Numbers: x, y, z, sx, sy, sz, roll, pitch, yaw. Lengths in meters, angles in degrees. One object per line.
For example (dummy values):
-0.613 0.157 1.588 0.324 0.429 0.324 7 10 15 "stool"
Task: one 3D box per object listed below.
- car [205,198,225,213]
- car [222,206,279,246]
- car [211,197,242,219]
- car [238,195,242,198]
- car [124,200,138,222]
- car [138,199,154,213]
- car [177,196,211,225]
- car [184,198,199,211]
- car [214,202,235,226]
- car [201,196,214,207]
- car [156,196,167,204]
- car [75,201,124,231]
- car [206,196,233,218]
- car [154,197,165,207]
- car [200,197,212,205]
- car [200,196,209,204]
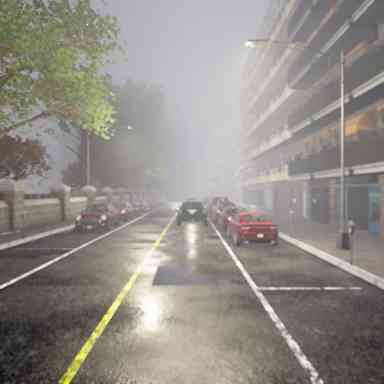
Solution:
2.548 1.483 37.611 1.967 1.590 4.097 0 0 0 "car"
2.636 1.557 15.090 1.887 1.381 4.507 0 0 0 "car"
2.592 1.467 26.350 1.967 1.590 4.097 0 0 0 "car"
14.262 1.736 92.801 5.009 1.841 2.192 1 -1 0 "car"
-5.789 1.474 26.317 1.967 1.590 4.097 0 0 0 "car"
-5.831 1.600 37.578 2.008 1.369 4.403 0 0 0 "car"
0.009 1.378 24.170 2.097 1.767 4.553 0 0 0 "car"
-0.060 1.557 42.482 1.837 1.490 4.892 0 0 0 "car"
2.614 1.564 20.721 1.887 1.381 4.507 0 0 0 "car"
2.483 1.510 54.501 1.967 1.590 4.097 0 0 0 "car"
-5.940 1.625 65.559 1.752 1.417 4.829 0 0 0 "car"
-5.767 1.466 20.688 1.967 1.590 4.097 0 0 0 "car"
2.569 1.350 31.980 2.192 1.841 5.009 0 0 0 "car"
-5.896 1.602 54.298 1.752 1.417 4.829 0 0 0 "car"
2.462 1.647 60.132 1.947 1.339 4.313 0 0 0 "car"
2.439 1.619 65.933 1.752 1.417 4.829 0 0 0 "car"
